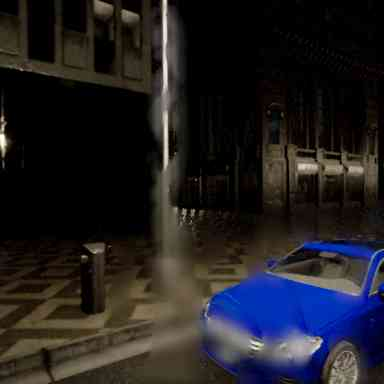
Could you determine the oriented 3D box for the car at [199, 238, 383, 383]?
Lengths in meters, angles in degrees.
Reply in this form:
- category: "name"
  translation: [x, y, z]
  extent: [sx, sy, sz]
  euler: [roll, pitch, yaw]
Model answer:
- category: "car"
  translation: [2.273, 1.489, 5.002]
  extent: [4.674, 1.442, 1.812]
  euler: [-1, 0, -36]
